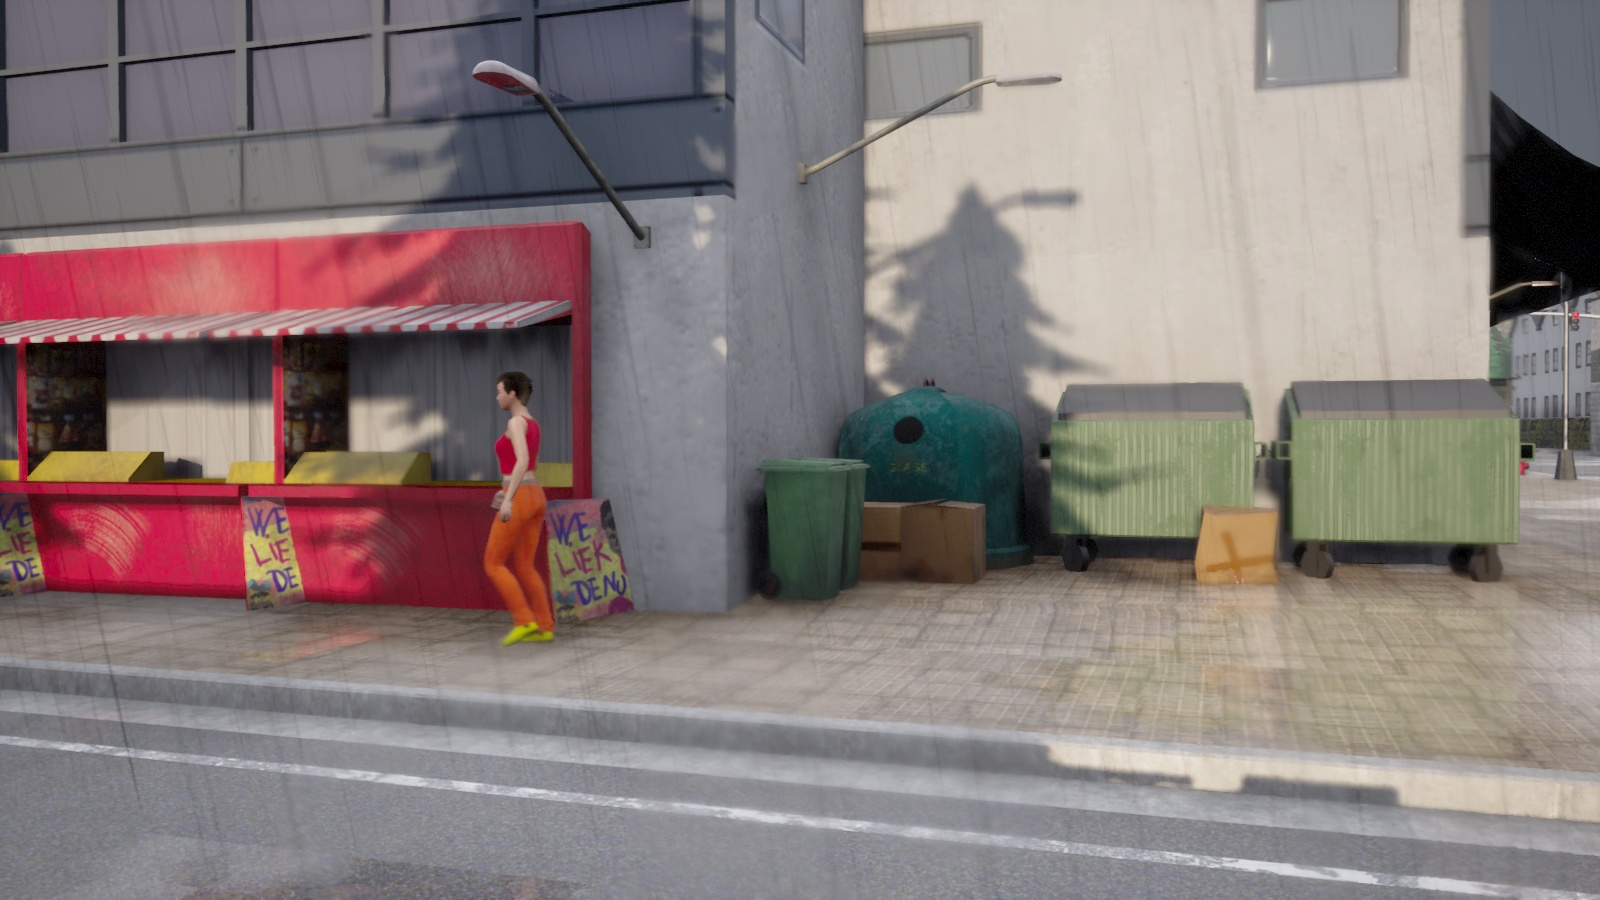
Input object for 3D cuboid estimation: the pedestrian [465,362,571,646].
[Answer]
[{"bbox_3d":[-1.866,0.345,8.319,0.594,1.836,0.345,0,1,12],"label":"pedestrian"}]
